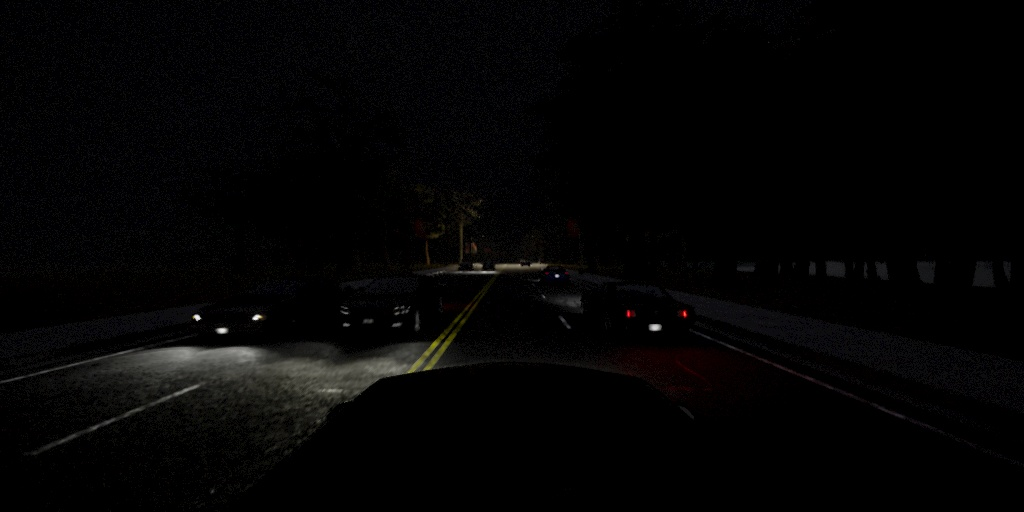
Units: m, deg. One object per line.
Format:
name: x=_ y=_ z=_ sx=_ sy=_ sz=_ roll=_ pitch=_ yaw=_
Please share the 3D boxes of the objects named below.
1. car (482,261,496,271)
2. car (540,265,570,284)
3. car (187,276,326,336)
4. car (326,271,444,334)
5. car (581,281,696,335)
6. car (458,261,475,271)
car: x=-3.508 y=1.461 z=54.458 sx=2.128 sy=1.511 sz=4.902 roll=0 pitch=0 yaw=0
car: x=3.270 y=1.416 z=28.033 sx=1.994 sy=1.385 sz=4.181 roll=0 pitch=0 yaw=0
car: x=-6.612 y=1.332 z=10.840 sx=2.033 sy=1.411 sz=5.357 roll=0 pitch=0 yaw=0
car: x=-3.374 y=1.262 z=10.917 sx=1.882 sy=1.535 sz=5.008 roll=0 pitch=0 yaw=0
car: x=3.338 y=1.383 z=10.576 sx=1.895 sy=1.301 sz=4.718 roll=0 pitch=0 yaw=0
car: x=-6.755 y=1.489 z=53.056 sx=1.812 sy=1.442 sz=4.674 roll=0 pitch=0 yaw=0
